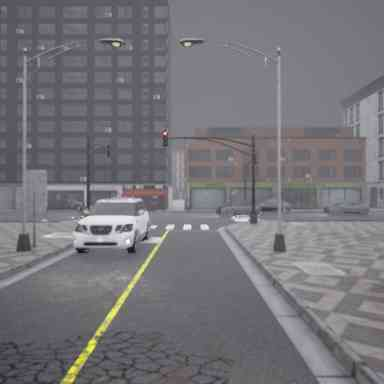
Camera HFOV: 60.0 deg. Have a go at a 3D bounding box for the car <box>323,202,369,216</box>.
[{"bbox_3d":[15.615,1.671,33.764,4.181,1.385,1.994,0,-1,0],"label":"car"}]

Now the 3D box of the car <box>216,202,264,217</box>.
[{"bbox_3d":[4.458,1.682,32.808,4.181,1.385,1.994,0,-1,-16],"label":"car"}]

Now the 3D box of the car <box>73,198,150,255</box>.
[{"bbox_3d":[-3.098,1.275,13.941,2.150,2.045,5.566,0,0,0],"label":"car"}]

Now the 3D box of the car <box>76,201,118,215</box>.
[{"bbox_3d":[-10.530,1.760,37.054,4.181,1.385,1.994,0,-1,0],"label":"car"}]

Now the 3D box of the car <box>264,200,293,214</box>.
[{"bbox_3d":[8.646,1.651,37.025,4.902,1.511,2.128,0,-1,0],"label":"car"}]
